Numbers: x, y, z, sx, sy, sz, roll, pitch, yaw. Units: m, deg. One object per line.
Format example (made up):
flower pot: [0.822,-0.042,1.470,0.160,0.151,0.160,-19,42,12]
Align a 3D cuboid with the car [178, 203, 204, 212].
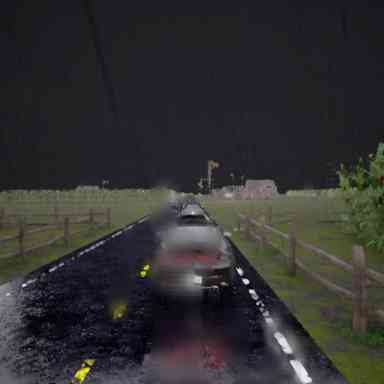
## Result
car: [0.097,1.709,29.520,1.994,1.385,4.181,0,0,0]

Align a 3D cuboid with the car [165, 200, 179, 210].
car: [-2.731,1.792,47.020,2.033,1.411,5.357,0,0,0]

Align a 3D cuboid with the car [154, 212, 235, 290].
car: [0.073,1.548,9.221,1.837,1.490,4.892,0,0,1]
